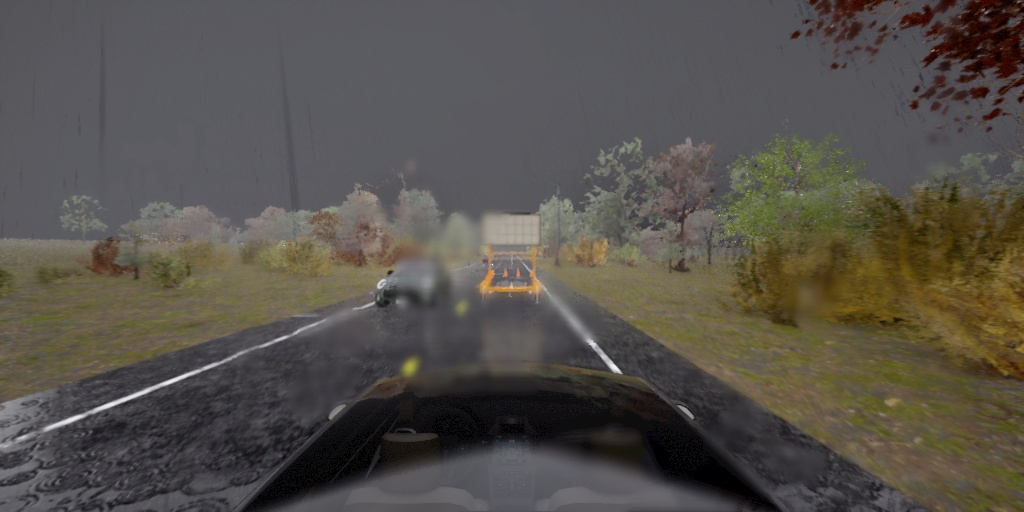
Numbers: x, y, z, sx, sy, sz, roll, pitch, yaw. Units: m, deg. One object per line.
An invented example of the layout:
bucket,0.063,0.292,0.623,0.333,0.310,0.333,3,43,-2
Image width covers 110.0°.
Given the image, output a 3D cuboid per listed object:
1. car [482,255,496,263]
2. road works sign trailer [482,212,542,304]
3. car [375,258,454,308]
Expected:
car,-3.566,0.458,55.603,1.895,1.301,4.718,0,1,1
road works sign trailer,-0.005,-0.005,14.859,2.380,3.560,2.880,0,0,0
car,-3.597,0.898,13.951,2.097,1.767,4.553,0,1,0
